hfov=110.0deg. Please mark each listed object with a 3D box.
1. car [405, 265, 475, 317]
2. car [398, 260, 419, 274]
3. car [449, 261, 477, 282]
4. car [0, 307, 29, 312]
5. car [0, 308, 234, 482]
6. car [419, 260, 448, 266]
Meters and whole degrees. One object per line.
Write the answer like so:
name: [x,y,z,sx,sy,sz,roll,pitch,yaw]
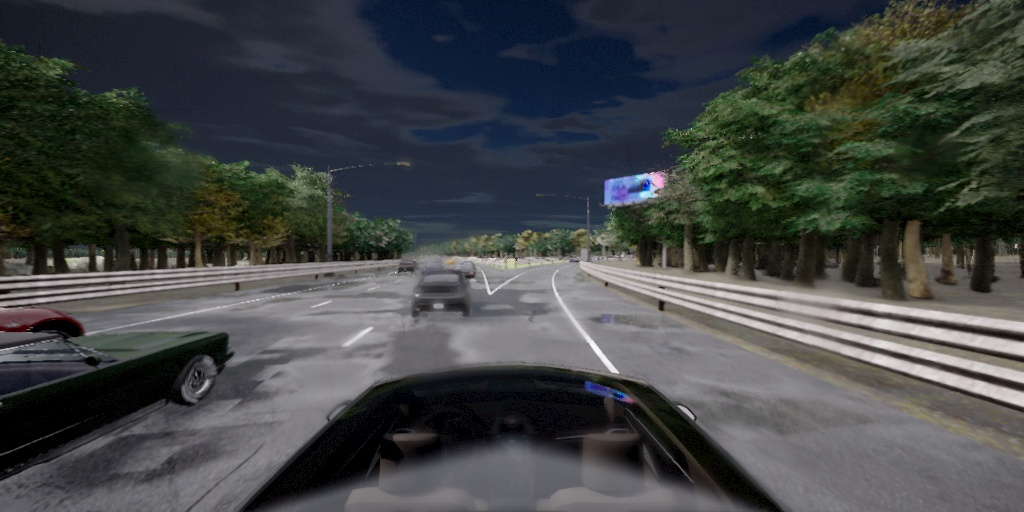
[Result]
car: [-2.406,1.247,13.099,1.837,1.490,4.892,0,0,-5]
car: [-12.072,1.267,42.177,1.837,1.490,4.892,0,-1,-6]
car: [-3.901,1.343,29.533,1.895,1.301,4.718,0,0,-5]
car: [-8.566,1.096,4.481,2.097,1.767,4.553,0,0,-5]
car: [-4.969,1.346,3.229,1.895,1.301,4.718,0,0,-5]
car: [-8.002,1.353,36.801,1.895,1.301,4.718,0,0,-6]
